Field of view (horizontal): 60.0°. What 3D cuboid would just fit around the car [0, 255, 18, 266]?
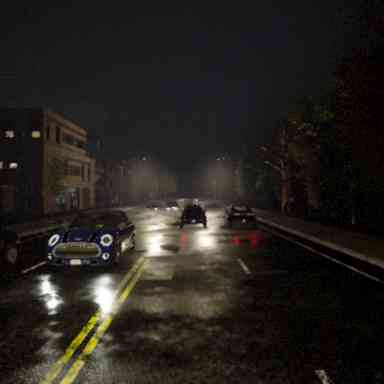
[{"bbox_3d":[-3.349,1.562,1.785,2.033,1.411,5.357,0,0,0],"label":"car"}]

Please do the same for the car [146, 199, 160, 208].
[{"bbox_3d":[-6.529,1.953,56.388,2.033,1.411,5.357,0,0,1],"label":"car"}]

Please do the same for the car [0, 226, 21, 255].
[{"bbox_3d":[-6.589,1.595,9.274,1.812,1.442,4.674,0,0,0],"label":"car"}]

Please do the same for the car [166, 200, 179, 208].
[{"bbox_3d":[-3.286,1.971,56.501,1.994,1.385,4.181,0,0,1],"label":"car"}]

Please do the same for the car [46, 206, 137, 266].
[{"bbox_3d":[-3.328,1.439,11.791,2.097,1.767,4.553,0,0,0],"label":"car"}]

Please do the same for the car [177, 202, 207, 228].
[{"bbox_3d":[0.098,1.699,23.671,1.812,1.442,4.674,0,0,0],"label":"car"}]

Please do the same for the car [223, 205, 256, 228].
[{"bbox_3d":[3.349,1.668,23.883,2.128,1.511,4.902,0,0,0],"label":"car"}]
